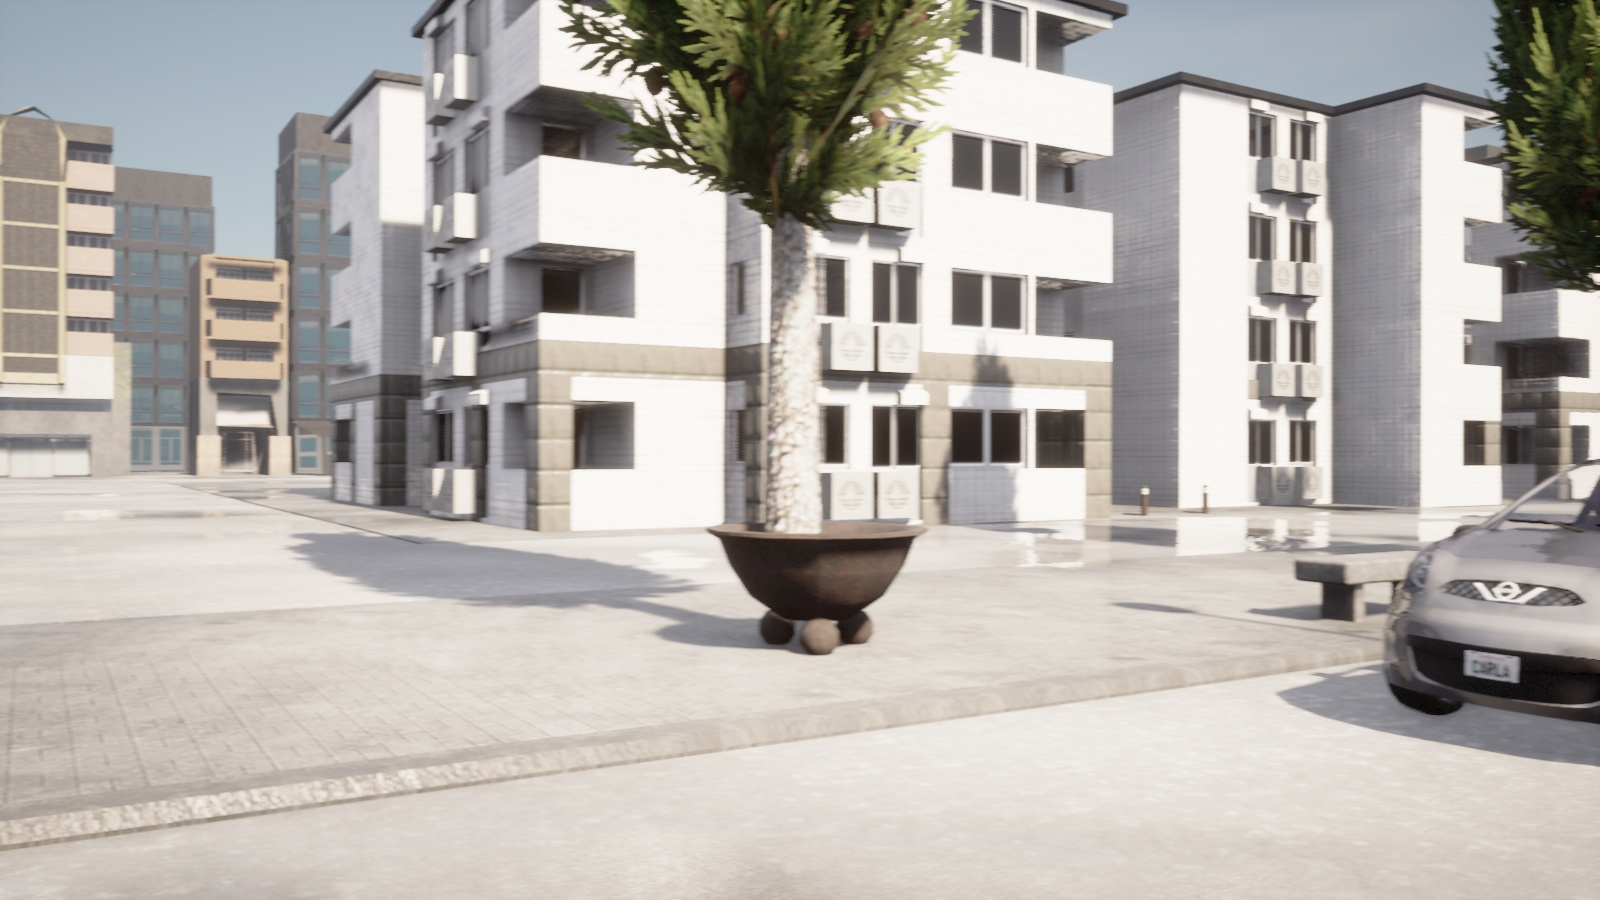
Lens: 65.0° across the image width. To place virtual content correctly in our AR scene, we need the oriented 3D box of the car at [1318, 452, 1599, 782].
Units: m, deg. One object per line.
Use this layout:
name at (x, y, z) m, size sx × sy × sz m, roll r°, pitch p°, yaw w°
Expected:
car at (4.909, 0.763, 7.138) m, size 3.633 × 1.501 × 1.845 m, roll 0°, pitch 0°, yaw -31°
